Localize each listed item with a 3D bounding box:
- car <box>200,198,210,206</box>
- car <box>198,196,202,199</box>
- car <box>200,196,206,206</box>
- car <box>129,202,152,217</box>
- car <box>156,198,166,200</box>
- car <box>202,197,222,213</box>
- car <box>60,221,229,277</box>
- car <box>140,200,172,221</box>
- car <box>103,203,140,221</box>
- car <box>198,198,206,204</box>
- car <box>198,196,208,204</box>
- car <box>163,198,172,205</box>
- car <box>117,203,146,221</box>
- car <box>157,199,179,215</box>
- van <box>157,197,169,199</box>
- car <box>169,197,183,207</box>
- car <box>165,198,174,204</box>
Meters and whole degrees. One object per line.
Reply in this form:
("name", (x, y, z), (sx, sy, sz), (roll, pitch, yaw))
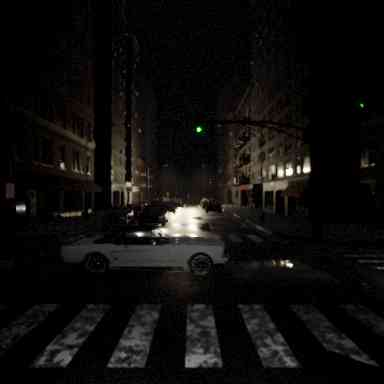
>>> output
("car", (2.625, 2.053, 68.563), (1.752, 1.417, 4.829), (0, 0, 0))
("car", (2.626, 2.036, 62.939), (2.008, 1.369, 4.403), (0, 0, 0))
("car", (2.628, 1.844, 52.032), (1.967, 1.590, 4.097), (0, 0, 0))
("car", (-5.394, 1.805, 35.504), (1.752, 1.417, 4.829), (0, 0, 0))
("car", (-5.397, 1.970, 52.036), (1.947, 1.339, 4.313), (0, 0, 0))
("car", (2.630, 1.762, 41.123), (1.967, 1.590, 4.097), (0, 0, 0))
("car", (-1.289, 1.685, 10.025), (4.718, 1.301, 1.895), (0, 0, 0))
("car", (-2.854, 1.680, 25.448), (1.882, 1.535, 5.008), (0, 0, 0))
("car", (-5.392, 1.748, 24.766), (2.008, 1.369, 4.403), (0, 0, 0))
("car", (2.622, 2.222, 84.755), (1.947, 1.339, 4.313), (0, 0, 0))
("car", (2.622, 1.926, 79.303), (2.192, 1.841, 5.009), (0, 0, 0))
("car", (-5.401, 2.093, 73.680), (1.752, 1.417, 4.829), (0, 0, 0))
("car", (-5.393, 1.784, 30.221), (1.887, 1.381, 4.507), (0, 0, 0))
("car", (-2.852, 1.832, 39.067), (1.812, 1.442, 4.674), (0, -1, 0))
("van", (-5.398, 1.786, 57.491), (1.690, 1.788, 3.998), (0, 0, 0))
("car", (-2.766, 1.806, 59.042), (2.097, 1.767, 4.553), (0, 0, 0))
("car", (-5.402, 2.194, 79.303), (1.802, 1.307, 4.206), (0, 0, 0))
